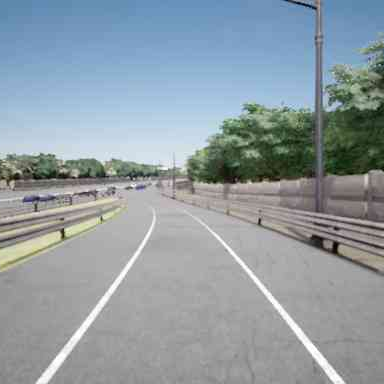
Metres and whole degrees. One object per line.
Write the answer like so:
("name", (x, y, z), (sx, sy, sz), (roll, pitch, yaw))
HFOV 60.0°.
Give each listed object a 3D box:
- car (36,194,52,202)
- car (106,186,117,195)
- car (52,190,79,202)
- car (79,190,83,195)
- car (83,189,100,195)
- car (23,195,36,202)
("car", (-28.471, 1.177, 66.324), (1.812, 1.442, 4.674), (0, 3, 7))
("car", (-21.803, -0.112, 90.398), (2.128, 1.511, 4.902), (0, 3, 7))
("car", (-25.006, 1.022, 65.824), (2.097, 1.767, 4.553), (0, 3, 7))
("car", (-29.259, 0.139, 87.356), (1.895, 1.301, 4.718), (0, 3, 7))
("car", (-25.793, 0.058, 86.870), (1.837, 1.490, 4.892), (0, 3, 7))
("car", (-31.939, 1.192, 66.793), (1.994, 1.385, 4.181), (0, 3, 7))
